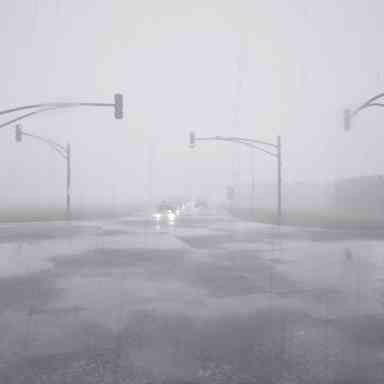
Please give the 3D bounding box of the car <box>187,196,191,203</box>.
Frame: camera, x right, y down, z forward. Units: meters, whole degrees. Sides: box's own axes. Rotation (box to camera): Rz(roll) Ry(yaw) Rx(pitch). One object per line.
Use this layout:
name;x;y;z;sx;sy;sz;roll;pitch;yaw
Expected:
car;-1.844;1.488;56.890;2.128;1.511;4.902;0;0;4

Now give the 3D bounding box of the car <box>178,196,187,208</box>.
car;-2.376;1.493;47.541;2.128;1.511;4.902;0;0;3

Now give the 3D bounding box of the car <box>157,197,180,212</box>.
car;-2.827;1.605;38.226;1.895;1.301;4.718;0;0;3

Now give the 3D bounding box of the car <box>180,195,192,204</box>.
car;-1.149;1.481;66.801;2.128;1.511;4.902;0;0;4

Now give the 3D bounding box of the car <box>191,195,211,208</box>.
car;1.374;1.546;48.502;2.033;1.411;5.357;0;0;3

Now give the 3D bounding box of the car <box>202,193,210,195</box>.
car;3.331;1.203;79.063;2.150;2.045;5.566;0;0;5
